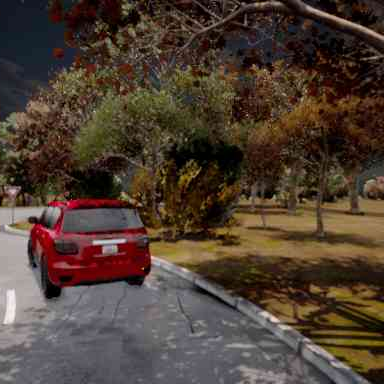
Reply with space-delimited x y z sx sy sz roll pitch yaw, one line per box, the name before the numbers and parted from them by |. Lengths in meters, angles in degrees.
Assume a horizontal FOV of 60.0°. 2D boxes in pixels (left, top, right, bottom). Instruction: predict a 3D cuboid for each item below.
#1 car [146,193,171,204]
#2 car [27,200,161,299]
car | -6.589 1.191 66.689 2.150 2.045 5.566 0 0 30
car | -2.946 1.210 8.834 2.150 2.045 5.566 0 0 -30
